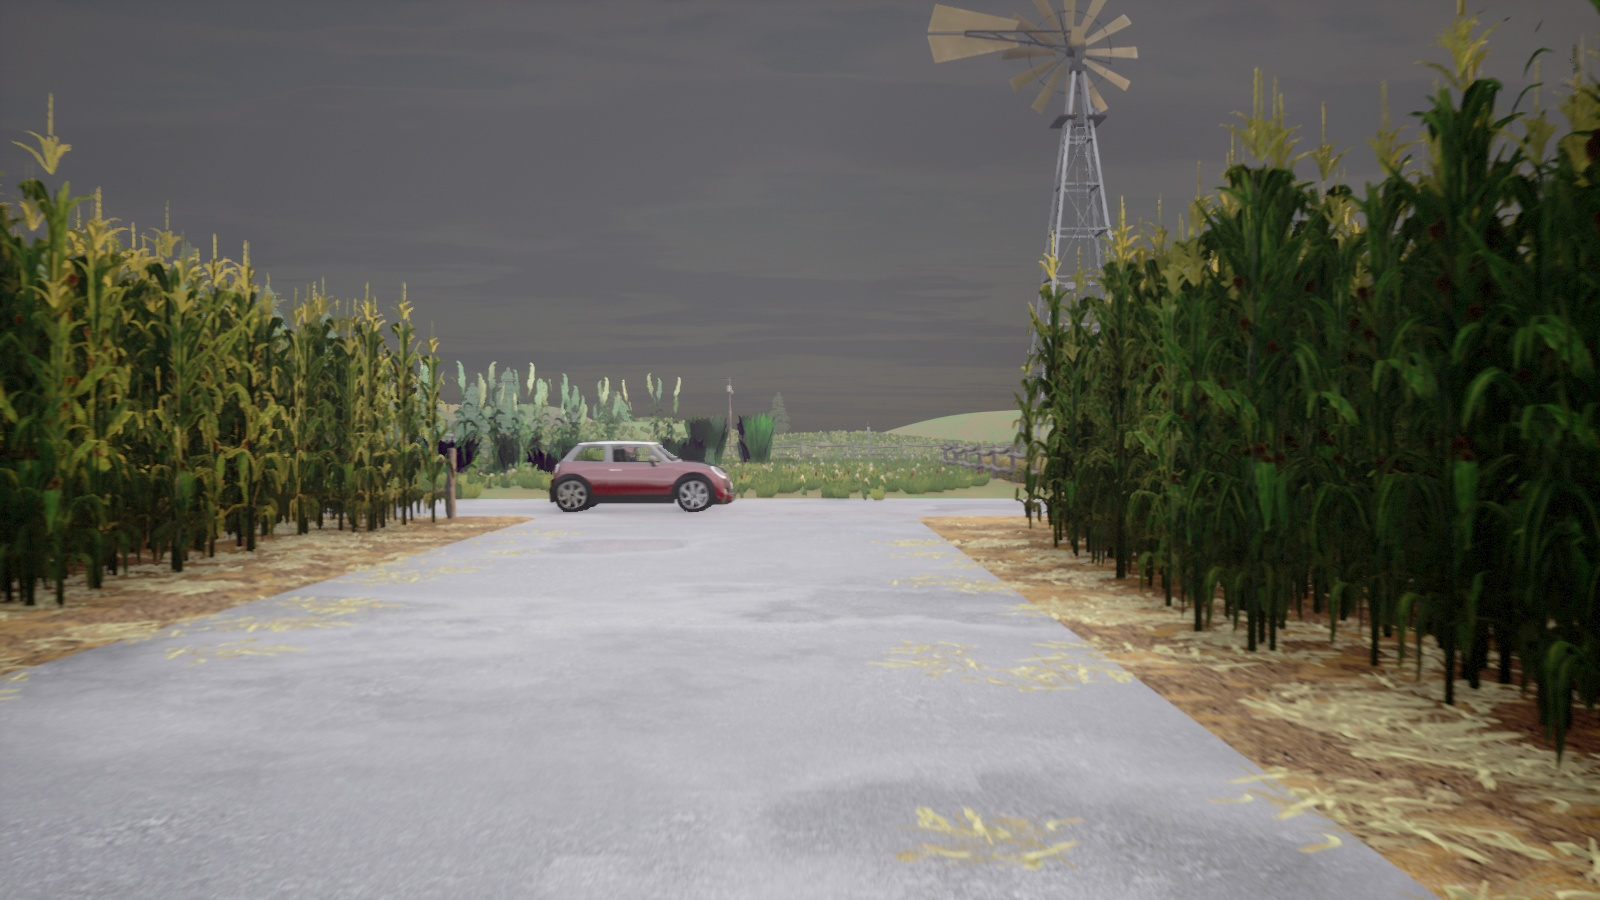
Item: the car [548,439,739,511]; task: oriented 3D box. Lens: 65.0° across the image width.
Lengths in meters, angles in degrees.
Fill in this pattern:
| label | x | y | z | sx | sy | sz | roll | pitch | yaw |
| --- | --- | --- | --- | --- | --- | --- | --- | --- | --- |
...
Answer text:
| label | x | y | z | sx | sy | sz | roll | pitch | yaw |
| --- | --- | --- | --- | --- | --- | --- | --- | --- | --- |
| car | -3.242 | 0.499 | 26.593 | 3.806 | 1.475 | 1.970 | 0 | 0 | 0 |
